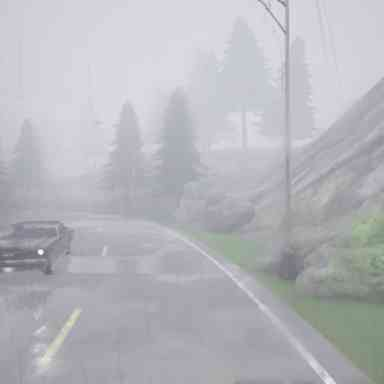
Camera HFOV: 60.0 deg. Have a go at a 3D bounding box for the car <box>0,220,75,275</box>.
[{"bbox_3d":[-4.931,1.593,10.327,1.895,1.301,4.718,0,0,-11],"label":"car"}]
